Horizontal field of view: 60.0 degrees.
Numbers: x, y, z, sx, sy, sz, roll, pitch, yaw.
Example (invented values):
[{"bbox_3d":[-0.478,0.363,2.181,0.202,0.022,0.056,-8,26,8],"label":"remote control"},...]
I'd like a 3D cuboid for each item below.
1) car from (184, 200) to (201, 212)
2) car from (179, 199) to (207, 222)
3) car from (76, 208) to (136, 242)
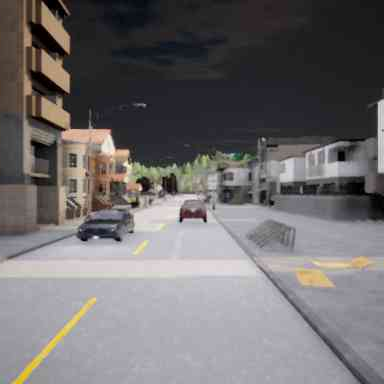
[{"bbox_3d":[0.080,1.594,39.129,1.895,1.301,4.718,0,0,0],"label":"car"},{"bbox_3d":[0.085,1.348,26.283,2.097,1.767,4.553,0,0,0],"label":"car"},{"bbox_3d":[-4.062,1.544,16.734,2.033,1.411,5.357,0,0,0],"label":"car"}]
